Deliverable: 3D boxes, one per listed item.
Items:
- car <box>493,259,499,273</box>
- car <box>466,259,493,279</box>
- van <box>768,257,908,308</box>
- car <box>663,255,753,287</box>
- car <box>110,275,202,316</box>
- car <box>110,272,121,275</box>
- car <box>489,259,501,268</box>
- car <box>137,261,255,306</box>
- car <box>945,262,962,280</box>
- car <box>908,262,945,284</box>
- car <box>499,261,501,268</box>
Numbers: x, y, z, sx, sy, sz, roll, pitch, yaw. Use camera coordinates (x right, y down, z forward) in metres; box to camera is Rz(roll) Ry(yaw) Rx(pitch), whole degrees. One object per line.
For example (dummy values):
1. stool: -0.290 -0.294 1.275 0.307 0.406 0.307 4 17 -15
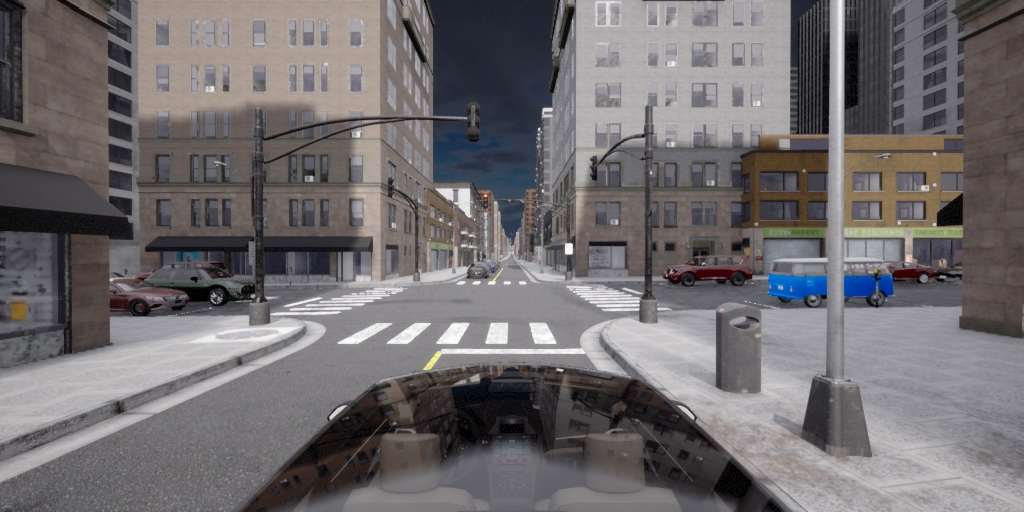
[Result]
1. car: -3.059 1.116 43.503 2.097 1.767 4.553 0 0 0
2. car: -3.071 1.259 33.344 1.837 1.490 4.892 0 0 0
3. van: 12.127 0.957 13.718 3.998 1.789 1.690 0 0 0
4. car: 12.111 0.872 22.243 5.009 1.841 2.192 0 0 0
5. car: -14.810 1.527 13.670 4.207 1.307 1.802 0 0 0
6. car: -26.005 1.551 22.176 4.829 1.417 1.751 0 0 0
7. car: -2.998 1.300 63.978 1.837 1.490 4.892 0 0 0
8. car: -14.000 1.269 16.312 4.553 1.767 2.097 -1 0 0
9. car: 28.938 0.916 22.273 4.313 1.339 1.948 0 0 0
10. car: 23.328 0.965 22.263 4.507 1.381 1.888 0 0 0
11. car: -3.049 1.283 53.651 1.837 1.490 4.892 0 0 0
